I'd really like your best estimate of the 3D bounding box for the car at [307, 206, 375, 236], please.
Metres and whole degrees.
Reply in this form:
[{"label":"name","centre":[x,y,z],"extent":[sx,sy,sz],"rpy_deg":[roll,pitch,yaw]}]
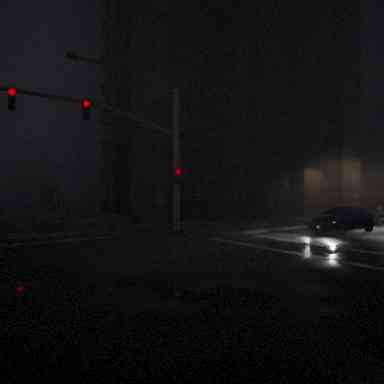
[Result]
[{"label":"car","centre":[8.448,1.538,18.610],"extent":[4.674,1.442,1.812],"rpy_deg":[0,0,-35]}]
